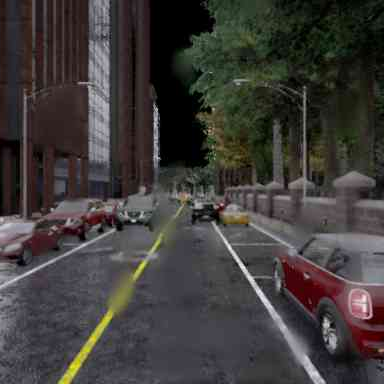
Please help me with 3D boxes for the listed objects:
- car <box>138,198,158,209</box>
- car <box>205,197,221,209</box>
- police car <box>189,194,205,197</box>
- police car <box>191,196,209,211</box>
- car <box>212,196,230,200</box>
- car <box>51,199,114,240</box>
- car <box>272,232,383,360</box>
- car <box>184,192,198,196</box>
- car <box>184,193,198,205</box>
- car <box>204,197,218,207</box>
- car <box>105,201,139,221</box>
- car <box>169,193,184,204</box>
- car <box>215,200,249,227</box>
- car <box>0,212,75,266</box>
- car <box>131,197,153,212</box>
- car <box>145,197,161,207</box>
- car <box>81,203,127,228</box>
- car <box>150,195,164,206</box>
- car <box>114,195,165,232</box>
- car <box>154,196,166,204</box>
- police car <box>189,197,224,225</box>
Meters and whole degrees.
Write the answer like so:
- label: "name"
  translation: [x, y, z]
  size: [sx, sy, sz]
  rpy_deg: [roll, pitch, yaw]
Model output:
- label: "car"
  translation: [-5.757, 1.482, 44.145]
  size: [2.008, 1.369, 4.403]
  rpy_deg: [0, 0, 0]
- label: "car"
  translation: [2.768, 1.456, 44.316]
  size: [1.752, 1.417, 4.829]
  rpy_deg: [0, 0, 0]
- label: "police car"
  translation: [0.886, 1.370, 33.978]
  size: [1.930, 1.638, 5.238]
  rpy_deg: [0, 0, 0]
- label: "police car"
  translation: [0.905, 1.362, 39.978]
  size: [1.930, 1.638, 5.238]
  rpy_deg: [0, 0, 0]
- label: "car"
  translation: [2.767, 1.260, 33.233]
  size: [2.192, 1.841, 5.009]
  rpy_deg: [0, 0, 0]
- label: "car"
  translation: [-5.760, 1.284, 16.860]
  size: [2.192, 1.841, 5.009]
  rpy_deg: [0, 0, 0]
- label: "car"
  translation: [2.763, 1.429, 5.951]
  size: [1.967, 1.590, 4.097]
  rpy_deg: [0, 0, 0]
- label: "car"
  translation: [-1.582, 1.190, 69.811]
  size: [1.882, 1.535, 5.008]
  rpy_deg: [0, 1, -38]
- label: "car"
  translation: [0.008, 1.419, 58.720]
  size: [1.837, 1.490, 4.892]
  rpy_deg: [0, 0, 0]
- label: "car"
  translation: [2.769, 1.490, 49.603]
  size: [1.947, 1.339, 4.313]
  rpy_deg: [0, 0, 0]
- label: "car"
  translation: [-5.759, 1.497, 27.774]
  size: [1.887, 1.381, 4.507]
  rpy_deg: [0, 0, 0]
- label: "car"
  translation: [-2.992, 1.352, 62.721]
  size: [1.812, 1.442, 4.674]
  rpy_deg: [0, 0, 0]
- label: "car"
  translation: [2.765, 1.486, 22.490]
  size: [1.752, 1.417, 4.829]
  rpy_deg: [0, 0, 0]
- label: "car"
  translation: [-5.761, 1.561, 11.403]
  size: [1.802, 1.307, 4.206]
  rpy_deg: [0, 0, 0]
- label: "car"
  translation: [-5.758, 1.378, 38.688]
  size: [1.967, 1.590, 4.097]
  rpy_deg: [0, 0, 0]
- label: "car"
  translation: [-5.756, 1.469, 49.602]
  size: [1.887, 1.381, 4.507]
  rpy_deg: [0, 0, 0]
- label: "car"
  translation: [-5.760, 1.505, 22.317]
  size: [1.887, 1.381, 4.507]
  rpy_deg: [0, 0, 0]
- label: "car"
  translation: [-5.756, 1.358, 55.059]
  size: [1.967, 1.590, 4.097]
  rpy_deg: [0, 0, 0]
- label: "car"
  translation: [-3.096, 1.187, 20.409]
  size: [2.150, 2.045, 5.566]
  rpy_deg: [0, 0, 0]
- label: "car"
  translation: [-5.755, 1.437, 60.346]
  size: [1.752, 1.417, 4.829]
  rpy_deg: [0, 0, 0]
- label: "police car"
  translation: [0.903, 1.384, 23.978]
  size: [1.930, 1.638, 5.238]
  rpy_deg: [0, 0, 0]
